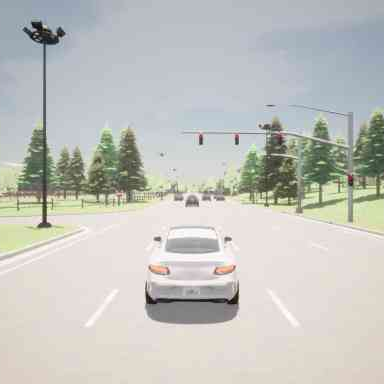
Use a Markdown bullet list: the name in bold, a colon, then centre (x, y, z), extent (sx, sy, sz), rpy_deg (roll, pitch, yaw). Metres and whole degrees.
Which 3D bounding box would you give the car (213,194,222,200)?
- **car**: centre (7.099, 1.385, 92.916), extent (1.994, 1.385, 4.181), rpy_deg (0, 0, 0)

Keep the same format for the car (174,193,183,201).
- **car**: centre (-3.412, 1.544, 82.890), extent (1.994, 1.385, 4.181), rpy_deg (0, 0, 0)

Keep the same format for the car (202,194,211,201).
- **car**: centre (3.588, 1.348, 82.886), extent (2.097, 1.767, 4.553), rpy_deg (0, 0, 0)

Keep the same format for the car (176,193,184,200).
- **car**: centre (-3.401, 1.188, 92.897), extent (2.097, 1.767, 4.553), rpy_deg (0, 0, 0)

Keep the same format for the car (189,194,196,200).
- **car**: centre (0.099, 1.332, 92.923), extent (1.837, 1.490, 4.892), rpy_deg (0, 0, 0)

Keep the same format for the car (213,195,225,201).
- **car**: centre (7.088, 1.517, 82.496), extent (2.128, 1.511, 4.902), rpy_deg (0, 0, 0)

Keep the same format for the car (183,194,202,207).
- **car**: centre (0.055, 1.352, 51.860), extent (2.097, 1.767, 4.553), rpy_deg (0, 0, 0)

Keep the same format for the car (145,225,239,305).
- **car**: centre (0.015, 1.526, 7.987), extent (1.812, 1.442, 4.674), rpy_deg (0, 0, 0)

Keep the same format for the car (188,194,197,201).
- **car**: centre (0.088, 1.348, 82.890), extent (2.097, 1.767, 4.553), rpy_deg (0, 0, 0)

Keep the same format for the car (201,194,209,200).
- **car**: centre (3.599, 1.372, 92.919), extent (2.033, 1.411, 5.357), rpy_deg (0, 0, 0)
